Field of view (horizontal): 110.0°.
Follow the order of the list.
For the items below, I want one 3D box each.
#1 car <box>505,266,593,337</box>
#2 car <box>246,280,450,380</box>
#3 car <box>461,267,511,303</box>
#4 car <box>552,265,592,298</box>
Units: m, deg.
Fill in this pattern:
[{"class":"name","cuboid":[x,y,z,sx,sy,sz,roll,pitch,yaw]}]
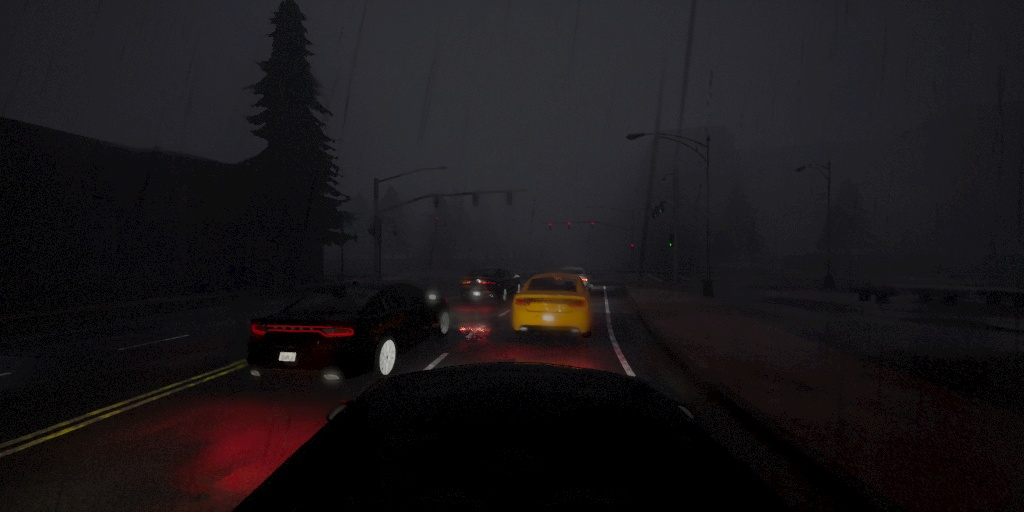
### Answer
[{"class":"car","cuboid":[1.301,1.228,10.398,1.882,1.535,5.008,0,0,11]},{"class":"car","cuboid":[-2.764,1.228,7.368,1.882,1.535,5.008,0,0,7]},{"class":"car","cuboid":[-0.859,1.255,16.672,1.837,1.490,4.892,0,0,13]},{"class":"car","cuboid":[3.370,1.274,19.428,1.812,1.442,4.674,0,0,14]}]
